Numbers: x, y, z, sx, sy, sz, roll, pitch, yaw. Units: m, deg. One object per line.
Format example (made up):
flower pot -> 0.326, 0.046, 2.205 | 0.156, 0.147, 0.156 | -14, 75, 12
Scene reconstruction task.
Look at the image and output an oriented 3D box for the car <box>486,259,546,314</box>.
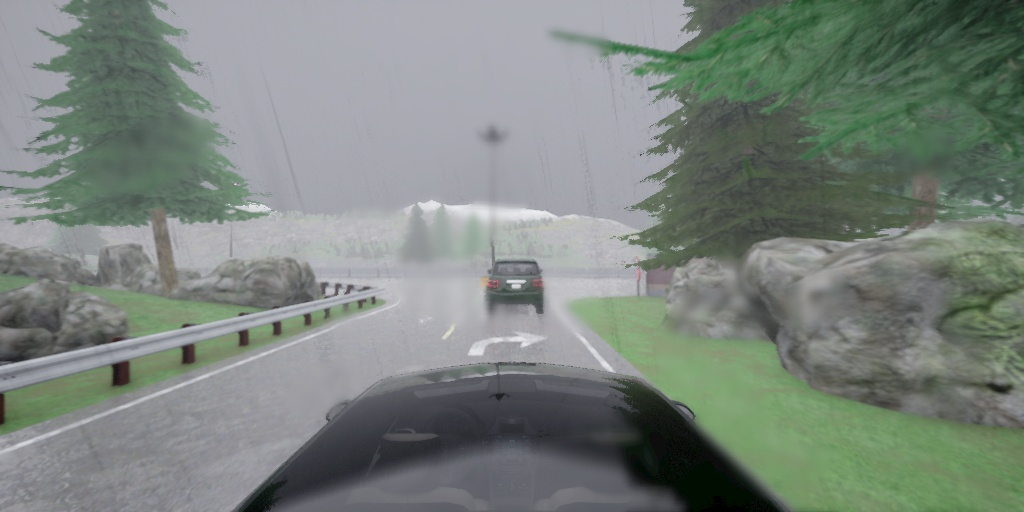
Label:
car -> 0.151, 1.139, 14.845 | 2.150, 2.045, 5.566 | 0, -1, 0
